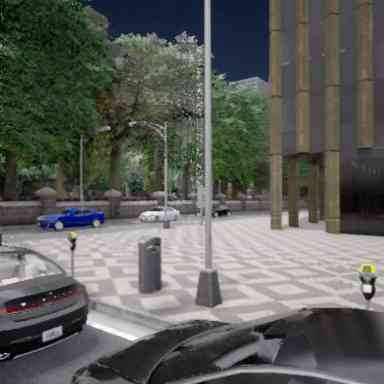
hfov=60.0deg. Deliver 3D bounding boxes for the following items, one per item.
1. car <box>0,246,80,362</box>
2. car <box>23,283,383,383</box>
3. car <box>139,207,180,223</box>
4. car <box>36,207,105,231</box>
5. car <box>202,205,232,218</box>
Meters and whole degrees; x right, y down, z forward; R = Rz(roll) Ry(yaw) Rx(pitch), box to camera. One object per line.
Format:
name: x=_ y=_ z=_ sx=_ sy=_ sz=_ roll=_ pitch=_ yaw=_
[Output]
car: x=-3.545 y=1.572 z=5.492 sx=4.403 sy=1.369 sz=2.008 roll=0 pitch=0 yaw=35
car: x=0.944 y=1.568 z=2.291 sx=4.313 sy=1.339 sz=1.947 roll=0 pitch=0 yaw=35
car: x=-2.999 y=2.127 z=31.848 sx=1.812 sy=1.442 sz=4.674 roll=0 pitch=-1 yaw=35
car: x=-8.613 y=1.879 z=23.885 sx=1.882 sy=1.535 sz=5.008 roll=0 pitch=-1 yaw=35
car: x=2.985 y=2.297 z=40.327 sx=1.882 sy=1.535 sz=5.008 roll=0 pitch=-1 yaw=36
